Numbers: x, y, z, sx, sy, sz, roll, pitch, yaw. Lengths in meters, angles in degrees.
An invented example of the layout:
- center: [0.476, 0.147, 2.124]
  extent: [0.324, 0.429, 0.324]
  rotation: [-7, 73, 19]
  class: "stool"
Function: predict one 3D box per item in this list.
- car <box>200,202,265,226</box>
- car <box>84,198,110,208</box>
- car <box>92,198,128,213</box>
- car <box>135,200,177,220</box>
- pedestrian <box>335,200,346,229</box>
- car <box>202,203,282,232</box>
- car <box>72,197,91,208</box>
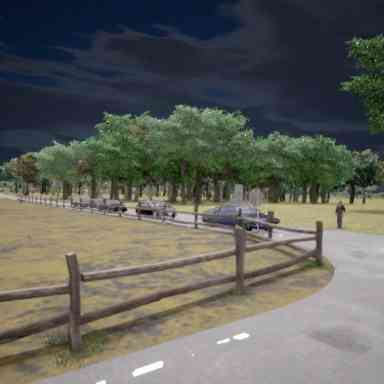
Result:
- center: [2.890, 1.539, 24.830]
  extent: [2.128, 1.511, 4.902]
  rotation: [2, -1, -35]
  class: "car"
- center: [-13.962, 1.580, 48.593]
  extent: [2.033, 1.411, 5.357]
  rotation: [2, -1, -35]
  class: "car"
- center: [-8.887, 1.518, 36.417]
  extent: [2.033, 1.411, 5.357]
  rotation: [2, -1, -35]
  class: "car"
- center: [-3.123, 1.466, 28.278]
  extent: [2.128, 1.511, 4.902]
  rotation: [2, -1, -35]
  class: "car"
- center: [9.331, 1.381, 21.039]
  extent: [0.375, 1.860, 0.375]
  rotation: [2, -1, -35]
  class: "pedestrian"
- center: [2.765, 1.525, 19.876]
  extent: [2.033, 1.411, 5.357]
  rotation: [2, -1, -34]
  class: "car"
- center: [-14.674, 1.472, 44.650]
  extent: [1.837, 1.490, 4.892]
  rotation: [2, -1, -35]
  class: "car"
